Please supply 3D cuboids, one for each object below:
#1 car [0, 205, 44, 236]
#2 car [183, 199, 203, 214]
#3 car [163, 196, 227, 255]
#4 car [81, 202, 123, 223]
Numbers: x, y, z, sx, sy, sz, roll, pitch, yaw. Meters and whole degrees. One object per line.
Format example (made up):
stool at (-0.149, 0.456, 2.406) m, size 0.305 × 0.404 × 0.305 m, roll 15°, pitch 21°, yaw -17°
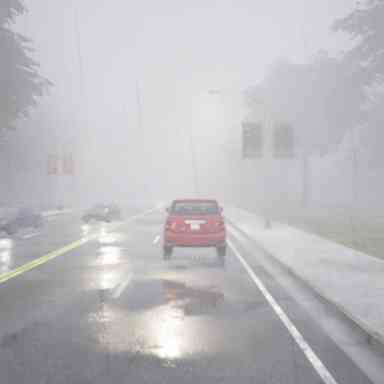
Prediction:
car at (-9.832, 1.469, 18.257) m, size 1.812 × 1.442 × 4.674 m, roll 0°, pitch 0°, yaw 0°
car at (0.092, 1.477, 35.116) m, size 1.994 × 1.385 × 4.181 m, roll 0°, pitch 0°, yaw 0°
car at (0.097, 1.177, 13.149) m, size 2.150 × 2.045 × 5.566 m, roll 0°, pitch 0°, yaw 0°
car at (-6.541, 1.478, 24.786) m, size 2.033 × 1.411 × 5.357 m, roll 0°, pitch 0°, yaw 0°
